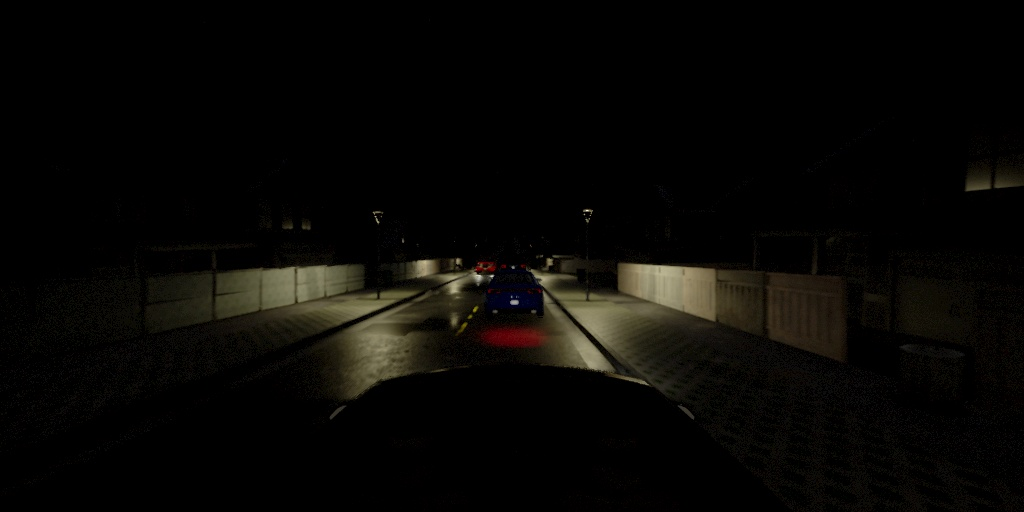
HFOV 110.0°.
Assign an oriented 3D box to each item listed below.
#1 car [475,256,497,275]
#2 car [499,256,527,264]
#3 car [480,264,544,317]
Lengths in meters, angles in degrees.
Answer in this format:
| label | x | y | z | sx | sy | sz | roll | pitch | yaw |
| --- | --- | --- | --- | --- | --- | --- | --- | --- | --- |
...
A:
| label | x | y | z | sx | sy | sz | roll | pitch | yaw |
| --- | --- | --- | --- | --- | --- | --- | --- | --- | --- |
| car | -2.842 | 0.992 | 40.670 | 2.150 | 2.045 | 5.566 | 0 | 0 | 0 |
| car | 0.094 | 0.996 | 31.144 | 2.150 | 2.045 | 5.566 | 0 | 0 | 0 |
| car | 0.084 | 1.234 | 13.161 | 1.882 | 1.535 | 5.008 | 0 | 0 | 0 |
